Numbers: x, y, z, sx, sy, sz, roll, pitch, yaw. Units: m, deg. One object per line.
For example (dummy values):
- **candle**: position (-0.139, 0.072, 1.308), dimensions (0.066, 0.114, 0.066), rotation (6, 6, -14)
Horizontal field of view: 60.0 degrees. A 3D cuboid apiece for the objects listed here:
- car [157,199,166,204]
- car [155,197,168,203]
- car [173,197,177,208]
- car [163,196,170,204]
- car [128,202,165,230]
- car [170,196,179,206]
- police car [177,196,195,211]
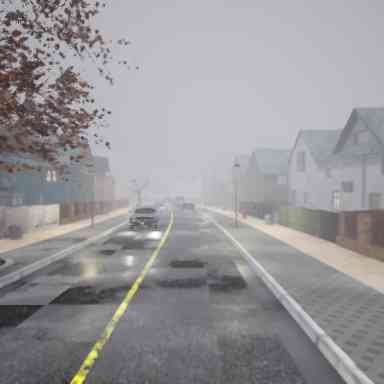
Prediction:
- **car**: position (-8.635, 2.558, 93.142), dimensions (1.895, 1.301, 4.718), rotation (0, -1, -12)
- **car**: position (-6.275, 2.157, 63.476), dimensions (2.033, 1.411, 5.357), rotation (0, -1, -7)
- **car**: position (-1.677, 2.003, 55.661), dimensions (1.812, 1.442, 4.674), rotation (0, -1, -7)
- **car**: position (-6.006, 1.956, 79.669), dimensions (2.150, 2.045, 5.566), rotation (0, -1, -11)
- **car**: position (-3.032, 1.643, 22.231), dimensions (1.837, 1.490, 4.892), rotation (0, 0, -2)
- **car**: position (-2.414, 1.786, 61.689), dimensions (2.150, 2.045, 5.566), rotation (0, -1, -7)
- **police car**: position (-0.676, 1.776, 45.758), dimensions (1.930, 1.638, 5.238), rotation (0, -1, -5)
